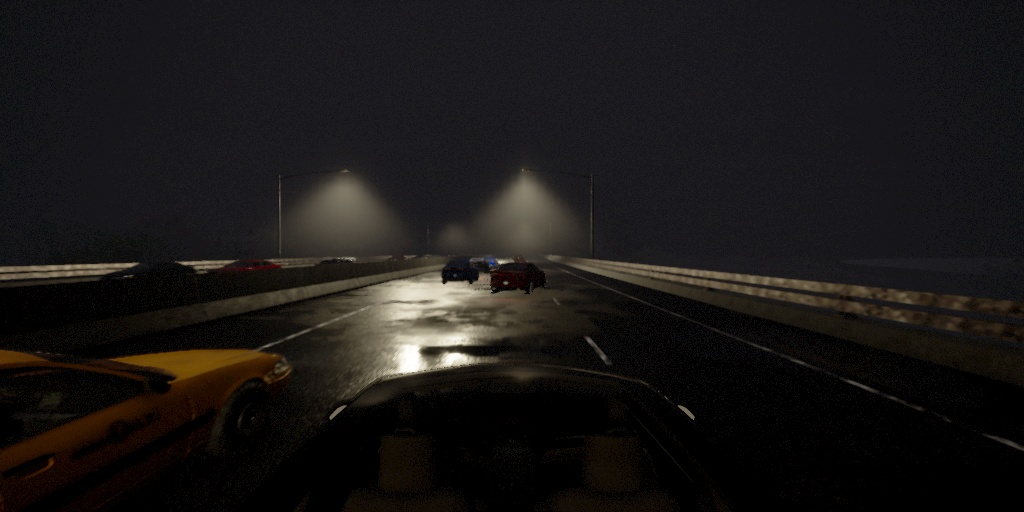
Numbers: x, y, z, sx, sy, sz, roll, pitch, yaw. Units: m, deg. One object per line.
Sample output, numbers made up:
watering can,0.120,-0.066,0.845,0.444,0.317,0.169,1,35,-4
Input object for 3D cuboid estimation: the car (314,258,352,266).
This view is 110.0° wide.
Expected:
car,-13.874,0.952,27.833,1.837,1.490,4.892,0,0,1

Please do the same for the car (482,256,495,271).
car,-3.173,0.872,34.705,2.128,1.511,4.902,0,1,1

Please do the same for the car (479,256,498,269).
car,-2.924,0.743,45.669,1.882,1.535,5.008,0,1,1

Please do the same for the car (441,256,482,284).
car,-3.352,0.975,23.738,1.882,1.535,5.008,0,1,1

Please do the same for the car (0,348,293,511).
car,-3.502,1.201,1.993,1.801,1.575,5.366,0,1,0

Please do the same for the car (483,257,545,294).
car,0.410,1.034,18.613,1.882,1.535,5.008,1,1,17

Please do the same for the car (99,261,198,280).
car,-20.970,1.041,20.999,1.812,1.442,4.674,0,1,1

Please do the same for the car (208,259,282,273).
car,-17.436,0.966,23.661,1.882,1.535,5.008,0,1,1
